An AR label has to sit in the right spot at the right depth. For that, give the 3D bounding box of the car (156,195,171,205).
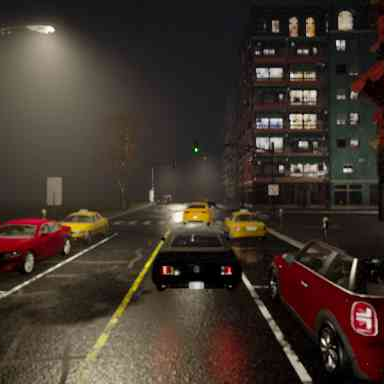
[{"bbox_3d":[-5.289,1.576,59.946,1.967,1.590,4.097,1,0,0],"label":"car"}]

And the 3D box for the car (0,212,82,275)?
[{"bbox_3d":[-5.304,1.569,10.623,1.887,1.381,4.507,1,0,0],"label":"car"}]

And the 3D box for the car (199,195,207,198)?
[{"bbox_3d":[2.590,1.719,60.420,1.802,1.307,4.206,1,0,0],"label":"car"}]

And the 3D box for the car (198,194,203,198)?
[{"bbox_3d":[2.593,1.729,71.742,1.947,1.339,4.313,1,0,0],"label":"car"}]

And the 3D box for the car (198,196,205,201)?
[{"bbox_3d":[2.600,1.742,94.557,1.752,1.417,4.829,1,0,0],"label":"car"}]

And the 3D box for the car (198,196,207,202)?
[{"bbox_3d":[2.596,1.755,83.064,1.947,1.339,4.313,1,0,0],"label":"car"}]

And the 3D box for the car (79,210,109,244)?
[{"bbox_3d":[-5.302,1.561,15.989,1.752,1.417,4.829,1,0,0],"label":"car"}]

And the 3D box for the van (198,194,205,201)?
[{"bbox_3d":[2.600,1.544,88.726,1.690,1.788,3.998,1,0,0],"label":"van"}]

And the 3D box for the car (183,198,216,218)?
[{"bbox_3d":[0.573,1.523,24.668,1.882,1.535,5.008,0,0,8],"label":"car"}]

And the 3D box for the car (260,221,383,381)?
[{"bbox_3d":[2.576,1.452,5.495,1.967,1.590,4.097,1,0,0],"label":"car"}]

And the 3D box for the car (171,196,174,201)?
[{"bbox_3d":[-5.286,1.464,65.601,2.192,1.841,5.009,1,0,0],"label":"car"}]

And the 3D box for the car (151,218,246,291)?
[{"bbox_3d":[0.102,1.621,8.987,1.895,1.301,4.718,0,0,0],"label":"car"}]

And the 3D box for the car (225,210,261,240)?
[{"bbox_3d":[2.578,1.563,16.754,1.752,1.417,4.829,1,0,0],"label":"car"}]

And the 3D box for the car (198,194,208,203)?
[{"bbox_3d":[2.598,1.491,77.404,2.192,1.841,5.009,1,0,0],"label":"car"}]

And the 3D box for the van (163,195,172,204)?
[{"bbox_3d":[-5.285,1.503,71.254,1.690,1.788,3.998,1,0,0],"label":"van"}]

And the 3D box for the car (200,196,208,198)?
[{"bbox_3d":[2.587,1.662,49.098,2.008,1.369,4.403,1,0,0],"label":"car"}]
